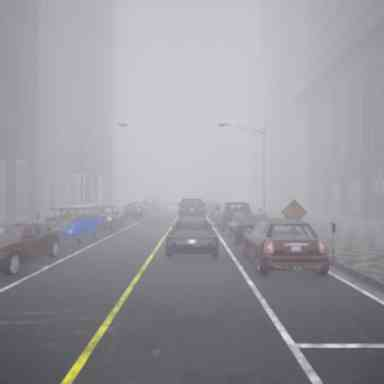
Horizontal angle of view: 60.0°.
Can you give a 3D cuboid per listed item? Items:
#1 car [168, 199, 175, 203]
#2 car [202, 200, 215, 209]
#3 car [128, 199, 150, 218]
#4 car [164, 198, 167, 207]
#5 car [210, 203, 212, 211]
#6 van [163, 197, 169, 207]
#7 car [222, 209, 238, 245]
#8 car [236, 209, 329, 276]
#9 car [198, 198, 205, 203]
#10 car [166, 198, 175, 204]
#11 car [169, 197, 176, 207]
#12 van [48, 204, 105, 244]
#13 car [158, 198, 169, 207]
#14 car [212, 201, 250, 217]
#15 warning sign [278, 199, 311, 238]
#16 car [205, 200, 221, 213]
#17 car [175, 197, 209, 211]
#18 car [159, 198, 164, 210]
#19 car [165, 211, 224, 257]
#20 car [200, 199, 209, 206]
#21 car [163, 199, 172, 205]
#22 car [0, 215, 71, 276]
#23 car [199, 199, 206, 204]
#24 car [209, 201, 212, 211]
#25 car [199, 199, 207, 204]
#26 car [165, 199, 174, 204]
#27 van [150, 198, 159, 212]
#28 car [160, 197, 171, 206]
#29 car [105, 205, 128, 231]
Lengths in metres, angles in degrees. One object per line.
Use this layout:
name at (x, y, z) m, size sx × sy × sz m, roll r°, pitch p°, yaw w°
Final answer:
car at (-5.751, 2.549, 95.277) m, size 1.802 × 1.307 × 4.206 m, roll 0°, pitch -1°, yaw 0°
car at (2.768, 2.121, 55.828) m, size 1.947 × 1.339 × 4.313 m, roll 0°, pitch -1°, yaw 0°
car at (-5.761, 1.770, 33.279) m, size 1.967 × 1.590 × 4.097 m, roll 0°, pitch -1°, yaw 0°
car at (-5.757, 2.107, 55.823) m, size 2.008 × 1.369 × 4.403 m, roll 0°, pitch -1°, yaw 0°
car at (2.764, 1.819, 27.649) m, size 1.887 × 1.381 × 4.507 m, roll 0°, pitch -1°, yaw 0°
van at (-5.757, 1.955, 61.461) m, size 1.690 × 1.788 × 3.998 m, roll 0°, pitch -1°, yaw 0°
car at (2.762, 1.729, 16.376) m, size 1.947 × 1.339 × 4.313 m, roll 0°, pitch -1°, yaw 0°
car at (2.761, 1.547, 10.741) m, size 1.967 × 1.590 × 4.097 m, roll 0°, pitch -1°, yaw 0°
car at (2.773, 2.407, 95.282) m, size 1.967 × 1.590 × 4.097 m, roll 0°, pitch -1°, yaw 0°
car at (-5.752, 2.457, 89.641) m, size 2.008 × 1.369 × 4.403 m, roll 0°, pitch -1°, yaw 0°
car at (-3.016, 2.208, 64.573) m, size 1.994 × 1.385 × 4.181 m, roll 0°, pitch -1°, yaw 1°
van at (-5.764, 1.504, 16.371) m, size 1.690 × 1.788 × 3.998 m, roll 0°, pitch -1°, yaw 0°
car at (-5.756, 2.112, 67.096) m, size 1.967 × 1.590 × 4.097 m, roll 0°, pitch -1°, yaw 0°
car at (2.762, 1.534, 22.015) m, size 2.192 × 1.841 × 5.009 m, roll 0°, pitch -1°, yaw 0°
warning sign at (5.073, 1.280, 16.538) m, size 1.300 × 1.860 × 1.060 m, roll 0°, pitch 0°, yaw 0°
car at (2.766, 1.882, 44.557) m, size 1.967 × 1.590 × 4.097 m, roll 0°, pitch -1°, yaw 0°
car at (0.013, 1.499, 27.592) m, size 2.150 × 2.045 × 5.566 m, roll 0°, pitch 0°, yaw 0°
car at (-5.758, 2.022, 50.017) m, size 1.752 × 1.417 × 4.829 m, roll 0°, pitch -1°, yaw 0°
car at (0.023, 1.699, 13.506) m, size 1.994 × 1.385 × 4.181 m, roll 0°, pitch 0°, yaw 1°
car at (2.771, 2.312, 72.736) m, size 1.802 × 1.307 × 4.206 m, roll 0°, pitch -1°, yaw 0°
car at (-5.754, 2.354, 78.368) m, size 1.947 × 1.339 × 4.313 m, roll 0°, pitch -1°, yaw 0°
car at (-5.764, 1.652, 10.732) m, size 1.887 × 1.381 × 4.507 m, roll 0°, pitch -1°, yaw 0°
car at (2.773, 2.488, 89.645) m, size 1.802 × 1.307 × 4.206 m, roll 0°, pitch -1°, yaw 0°
car at (2.765, 1.896, 33.285) m, size 1.947 × 1.339 × 4.313 m, roll 0°, pitch -1°, yaw 0°
car at (2.772, 2.429, 84.008) m, size 1.802 × 1.307 × 4.206 m, roll 0°, pitch -1°, yaw 0°
car at (-5.753, 2.413, 84.004) m, size 1.947 × 1.339 × 4.313 m, roll 0°, pitch -1°, yaw 0°
van at (-5.759, 1.783, 44.553) m, size 1.690 × 1.788 × 3.998 m, roll 0°, pitch -1°, yaw 0°
car at (-5.756, 2.045, 72.735) m, size 2.192 × 1.841 × 5.009 m, roll 0°, pitch -1°, yaw 0°
car at (-5.762, 1.659, 22.006) m, size 1.967 × 1.590 × 4.097 m, roll 0°, pitch -1°, yaw 0°
